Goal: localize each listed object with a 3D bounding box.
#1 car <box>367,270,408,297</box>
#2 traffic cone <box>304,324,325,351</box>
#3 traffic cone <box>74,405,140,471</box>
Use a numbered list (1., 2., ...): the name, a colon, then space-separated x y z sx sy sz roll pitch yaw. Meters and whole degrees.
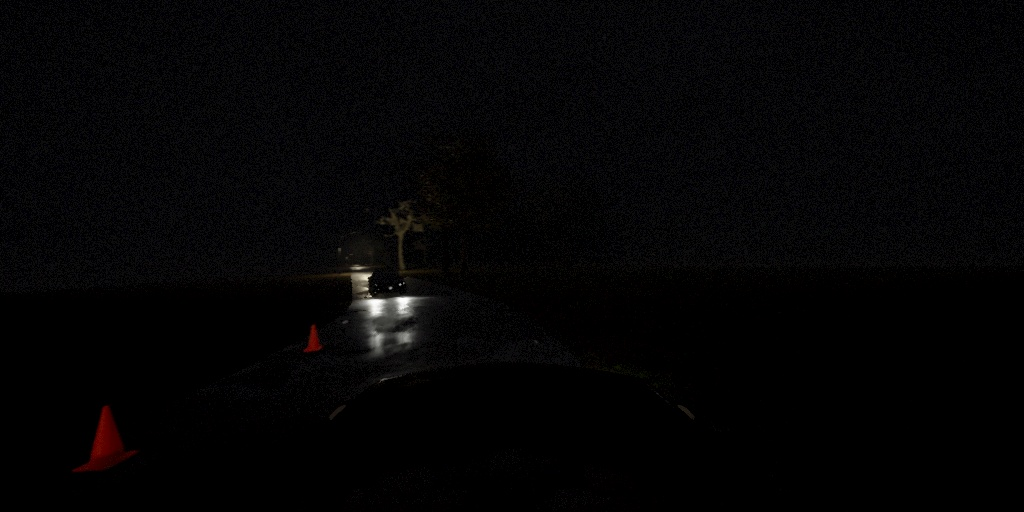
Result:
1. car: -7.886 1.615 22.451 1.837 1.490 4.892 -2 0 -25
2. traffic cone: -4.692 1.914 8.516 0.340 0.580 0.340 0 0 -8
3. traffic cone: -4.287 1.886 3.808 0.340 0.580 0.340 0 0 -2
